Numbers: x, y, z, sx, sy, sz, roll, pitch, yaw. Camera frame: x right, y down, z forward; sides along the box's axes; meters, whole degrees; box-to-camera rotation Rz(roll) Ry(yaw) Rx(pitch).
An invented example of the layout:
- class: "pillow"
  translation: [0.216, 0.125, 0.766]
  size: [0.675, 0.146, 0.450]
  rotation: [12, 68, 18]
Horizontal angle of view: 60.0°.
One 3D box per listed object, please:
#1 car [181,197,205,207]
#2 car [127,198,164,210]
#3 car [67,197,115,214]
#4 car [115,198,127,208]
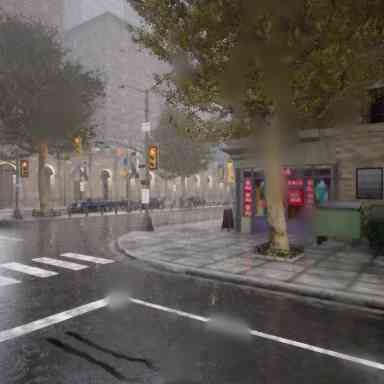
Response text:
- class: "car"
  translation: [0.183, 1.505, 50.778]
  size: [1.837, 1.490, 4.892]
  rotation: [0, 0, 36]
- class: "car"
  translation: [-5.639, 1.505, 42.739]
  size: [1.837, 1.490, 4.892]
  rotation: [0, 0, 36]
- class: "car"
  translation: [-10.931, 1.352, 35.423]
  size: [2.097, 1.767, 4.553]
  rotation: [0, 0, 36]
- class: "car"
  translation: [-10.121, 1.595, 47.893]
  size: [1.895, 1.301, 4.718]
  rotation: [0, 0, 36]
